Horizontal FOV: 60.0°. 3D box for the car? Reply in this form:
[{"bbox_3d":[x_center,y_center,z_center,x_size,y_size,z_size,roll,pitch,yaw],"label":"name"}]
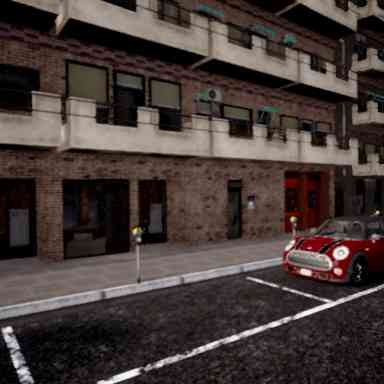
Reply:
[{"bbox_3d":[4.384,1.421,9.235,4.097,1.590,1.967,0,-1,-35],"label":"car"}]
